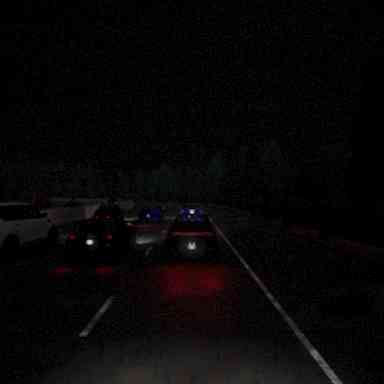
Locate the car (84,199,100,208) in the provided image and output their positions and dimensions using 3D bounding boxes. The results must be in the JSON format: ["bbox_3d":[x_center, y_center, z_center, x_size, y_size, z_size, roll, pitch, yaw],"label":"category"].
[{"bbox_3d":[-18.351,2.137,61.239,1.882,1.535,5.008,0,-1,-6],"label":"car"}]

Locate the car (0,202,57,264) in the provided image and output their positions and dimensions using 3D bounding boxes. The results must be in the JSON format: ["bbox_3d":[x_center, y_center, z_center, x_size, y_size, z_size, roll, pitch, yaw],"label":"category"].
[{"bbox_3d":[-7.003,1.361,12.516,2.150,2.045,5.566,0,0,0],"label":"car"}]

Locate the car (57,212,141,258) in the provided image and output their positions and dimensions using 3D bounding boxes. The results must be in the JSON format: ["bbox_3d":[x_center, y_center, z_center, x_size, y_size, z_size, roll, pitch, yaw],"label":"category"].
[{"bbox_3d":[-3.492,1.710,13.404,1.994,1.385,4.181,0,-1,0],"label":"car"}]

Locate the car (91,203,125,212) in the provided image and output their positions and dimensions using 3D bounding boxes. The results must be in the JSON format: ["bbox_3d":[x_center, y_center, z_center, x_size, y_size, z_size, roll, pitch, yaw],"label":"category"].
[{"bbox_3d":[-7.005,1.815,28.497,1.837,1.490,4.892,0,0,0],"label":"car"}]

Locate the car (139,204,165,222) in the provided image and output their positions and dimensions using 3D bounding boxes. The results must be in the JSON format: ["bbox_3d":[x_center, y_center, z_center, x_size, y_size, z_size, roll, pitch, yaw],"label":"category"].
[{"bbox_3d":[-3.500,1.793,29.218,1.882,1.535,5.008,0,0,0],"label":"car"}]

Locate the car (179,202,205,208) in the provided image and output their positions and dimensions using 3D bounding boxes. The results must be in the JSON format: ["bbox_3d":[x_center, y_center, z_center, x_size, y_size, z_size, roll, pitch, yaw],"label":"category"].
[{"bbox_3d":[-0.005,1.658,28.410,2.097,1.767,4.553,0,-1,0],"label":"car"}]

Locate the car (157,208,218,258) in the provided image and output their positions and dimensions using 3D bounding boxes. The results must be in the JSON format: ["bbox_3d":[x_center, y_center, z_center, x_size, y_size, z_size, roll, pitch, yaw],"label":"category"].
[{"bbox_3d":[0.006,1.640,13.490,2.128,1.511,4.902,0,0,0],"label":"car"}]

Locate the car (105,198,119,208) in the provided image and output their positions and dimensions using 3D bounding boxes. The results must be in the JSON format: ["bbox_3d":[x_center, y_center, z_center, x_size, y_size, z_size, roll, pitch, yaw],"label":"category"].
[{"bbox_3d":[-15.017,2.028,62.760,2.097,1.767,4.553,0,-1,-7],"label":"car"}]
